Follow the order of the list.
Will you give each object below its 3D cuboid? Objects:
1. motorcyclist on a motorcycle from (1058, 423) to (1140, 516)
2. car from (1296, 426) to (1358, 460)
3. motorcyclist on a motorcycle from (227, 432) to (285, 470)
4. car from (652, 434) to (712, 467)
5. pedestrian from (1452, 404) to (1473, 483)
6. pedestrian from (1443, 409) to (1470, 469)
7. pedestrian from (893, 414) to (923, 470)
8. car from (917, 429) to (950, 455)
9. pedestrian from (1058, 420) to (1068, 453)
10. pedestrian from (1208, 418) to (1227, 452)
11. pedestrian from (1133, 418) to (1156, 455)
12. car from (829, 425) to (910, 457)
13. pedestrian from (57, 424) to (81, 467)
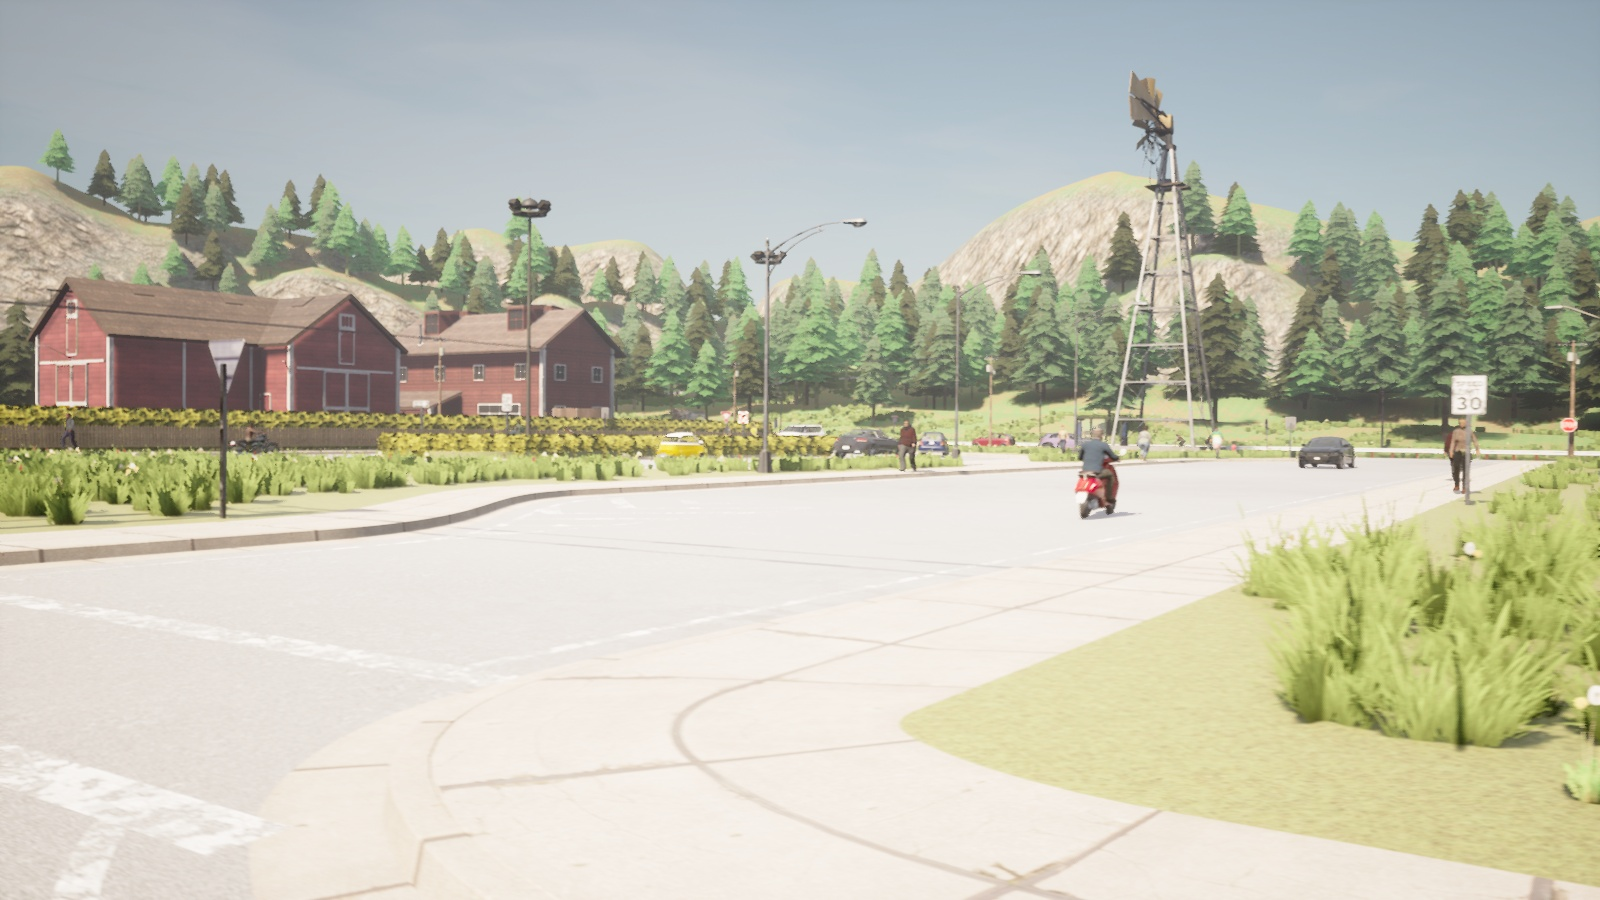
[{"bbox_3d":[5.368,0.313,22.460,0.866,1.590,1.817,0,1,33],"label":"motorcyclist on a motorcycle"},{"bbox_3d":[25.015,-0.356,59.536,1.882,1.535,5.008,0,1,33],"label":"car"},{"bbox_3d":[-24.440,0.021,56.478,0.766,1.649,2.350,0,1,33],"label":"motorcyclist on a motorcycle"},{"bbox_3d":[-5.115,0.014,54.520,1.481,1.376,2.207,0,1,37],"label":"car"},{"bbox_3d":[15.672,-0.168,29.691,0.331,1.846,0.634,0,1,38],"label":"pedestrian"},{"bbox_3d":[20.368,-0.339,38.954,0.634,1.844,0.899,0,1,34],"label":"pedestrian"},{"bbox_3d":[3.595,-0.260,41.835,0.634,1.844,0.899,0,1,32],"label":"pedestrian"},{"bbox_3d":[8.301,-0.507,77.952,1.789,1.549,3.705,0,1,10],"label":"car"},{"bbox_3d":[14.574,-0.755,69.517,0.345,1.836,0.594,0,1,30],"label":"pedestrian"},{"bbox_3d":[23.883,-0.853,71.839,0.873,1.952,0.659,-1,1,-45],"label":"pedestrian"},{"bbox_3d":[17.461,-0.684,63.610,0.874,1.855,0.900,0,1,36],"label":"pedestrian"},{"bbox_3d":[3.791,-0.525,67.903,2.152,1.651,5.027,0,1,33],"label":"car"},{"bbox_3d":[-33.042,-0.216,56.775,0.423,1.949,0.788,0,1,34],"label":"pedestrian"}]
